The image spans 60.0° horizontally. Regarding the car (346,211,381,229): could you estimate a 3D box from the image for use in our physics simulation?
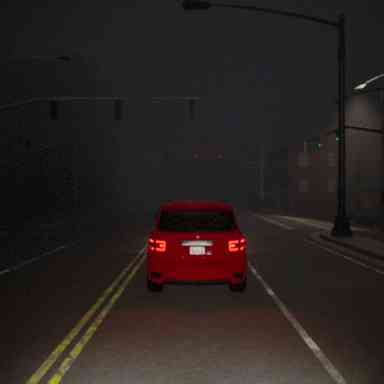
[{"bbox_3d":[15.435,2.468,29.655,4.902,1.511,2.128,8,0,0],"label":"car"}]

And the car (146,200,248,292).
[{"bbox_3d":[0.101,1.215,9.060,2.150,2.045,5.566,0,0,0],"label":"car"}]
